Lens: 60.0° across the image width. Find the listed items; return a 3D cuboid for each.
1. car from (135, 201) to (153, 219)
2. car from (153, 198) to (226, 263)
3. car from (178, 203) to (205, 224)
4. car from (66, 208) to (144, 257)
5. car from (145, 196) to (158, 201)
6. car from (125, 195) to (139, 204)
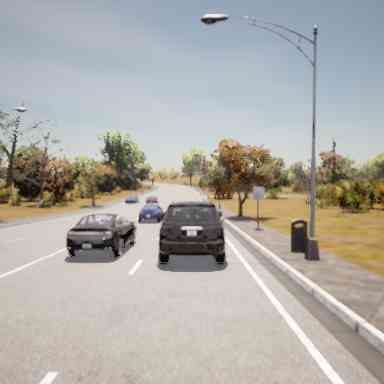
[{"bbox_3d":[-3.486,1.773,28.937,1.812,1.442,4.674,0,0,0],"label":"car"},{"bbox_3d":[0.005,1.333,12.575,2.150,2.045,5.566,0,0,0],"label":"car"},{"bbox_3d":[0.010,1.737,28.545,2.128,1.511,4.902,0,0,0],"label":"car"},{"bbox_3d":[-3.486,1.609,13.521,2.128,1.511,4.902,0,0,0],"label":"car"},{"bbox_3d":[-7.075,1.338,59.290,1.994,1.385,4.181,0,3,0],"label":"car"},{"bbox_3d":[-10.566,1.333,59.058,2.033,1.411,5.357,0,2,1],"label":"car"}]
